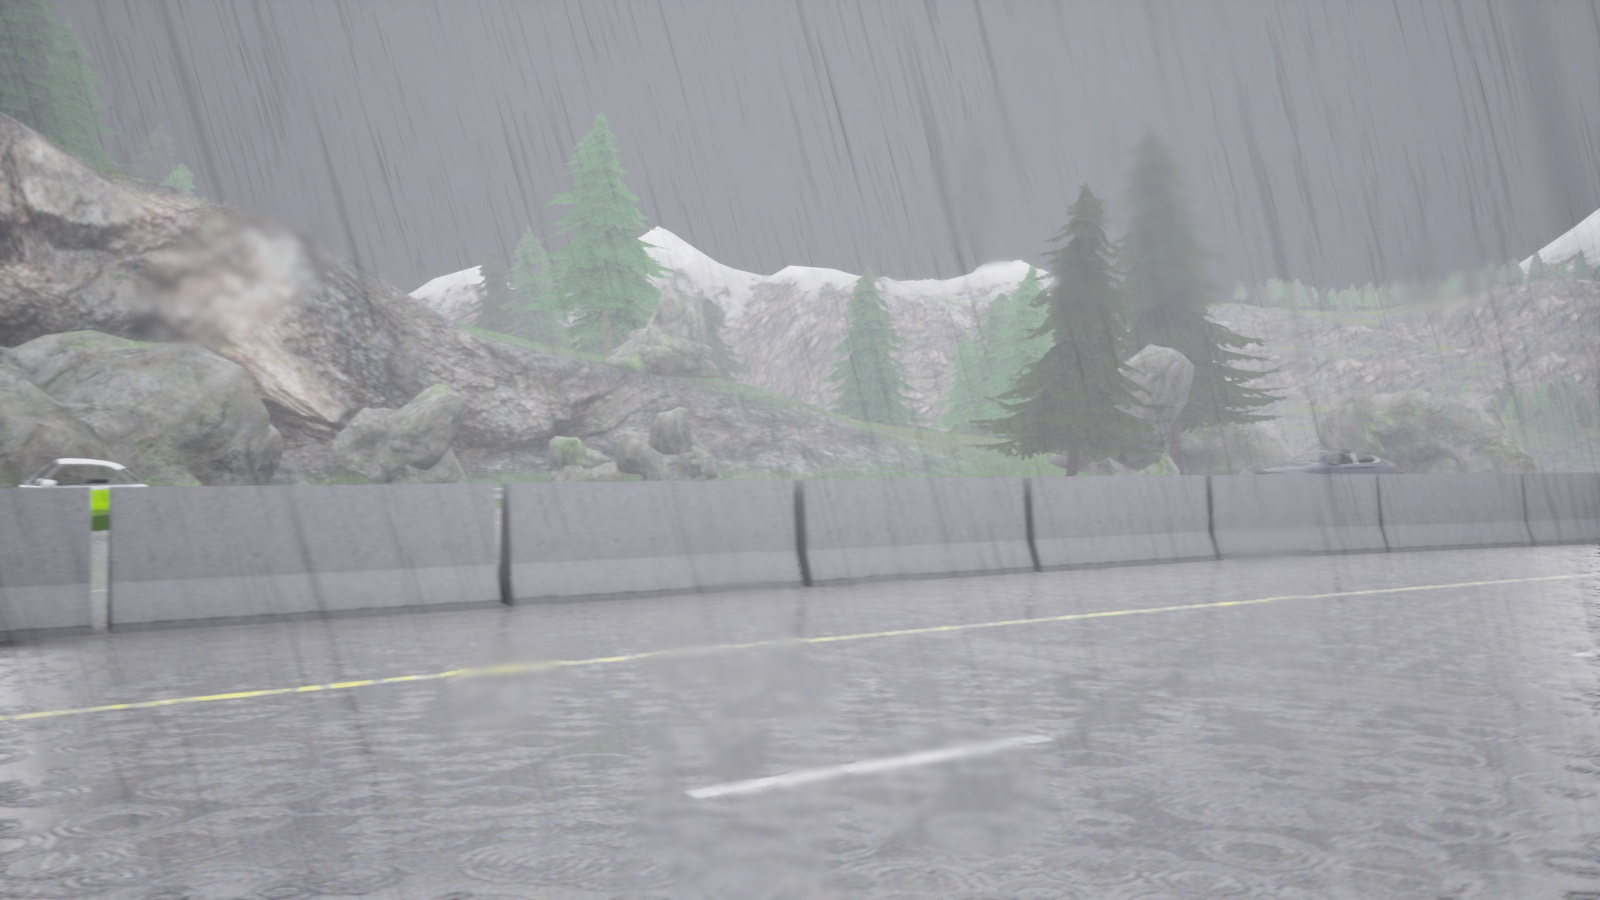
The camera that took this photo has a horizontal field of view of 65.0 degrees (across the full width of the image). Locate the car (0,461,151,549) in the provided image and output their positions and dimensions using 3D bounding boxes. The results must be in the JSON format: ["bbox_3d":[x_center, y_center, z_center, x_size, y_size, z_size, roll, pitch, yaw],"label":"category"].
[{"bbox_3d":[-12.088,0.869,20.811,2.207,1.376,1.481,0,-1,-34],"label":"car"}]

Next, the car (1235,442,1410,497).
[{"bbox_3d":[16.519,0.579,39.744,5.027,1.651,2.152,0,0,-21],"label":"car"}]
